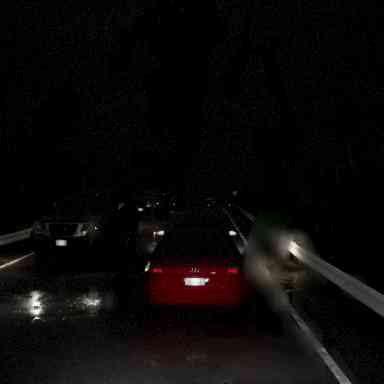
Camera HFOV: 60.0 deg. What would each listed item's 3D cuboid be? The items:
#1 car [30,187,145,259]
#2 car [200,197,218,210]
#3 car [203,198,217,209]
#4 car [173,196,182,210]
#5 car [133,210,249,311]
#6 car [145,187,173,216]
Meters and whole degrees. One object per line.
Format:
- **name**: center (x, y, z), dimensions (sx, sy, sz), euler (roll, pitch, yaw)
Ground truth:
- **car**: center (-3.336, 0.883, 11.573), dimensions (2.150, 2.045, 5.566), euler (0, 2, 3)
- **car**: center (1.986, 1.326, 38.657), dimensions (1.812, 1.442, 4.674), euler (0, -2, 4)
- **car**: center (2.640, 1.632, 48.802), dimensions (1.882, 1.535, 5.008), euler (0, -2, 2)
- **car**: center (-2.054, 1.113, 32.641), dimensions (2.033, 1.411, 5.357), euler (0, -2, 5)
- **car**: center (0.101, 1.393, 7.633), dimensions (1.994, 1.385, 4.181), euler (0, 3, 1)
- **car**: center (-2.813, 0.648, 22.046), dimensions (2.150, 2.045, 5.566), euler (0, 0, 4)
